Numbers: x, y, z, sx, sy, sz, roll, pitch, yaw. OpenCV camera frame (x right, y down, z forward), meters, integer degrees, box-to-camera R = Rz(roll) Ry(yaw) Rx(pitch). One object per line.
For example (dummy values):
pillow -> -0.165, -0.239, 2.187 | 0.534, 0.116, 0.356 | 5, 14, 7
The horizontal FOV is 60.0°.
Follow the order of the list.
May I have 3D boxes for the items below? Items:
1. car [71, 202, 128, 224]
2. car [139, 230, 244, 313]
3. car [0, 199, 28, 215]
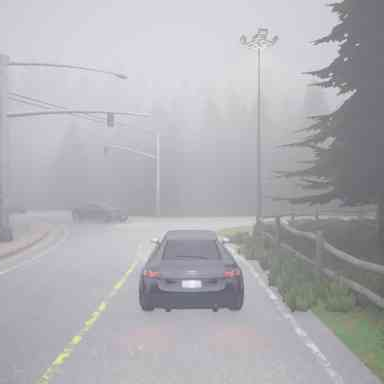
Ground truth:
car -> -6.923, 1.512, 24.833 | 4.892, 1.490, 1.837 | 0, 0, 32
car -> -0.029, 1.564, 7.775 | 1.994, 1.385, 4.181 | 0, 0, -1
car -> -18.905, 1.504, 33.829 | 4.892, 1.490, 1.837 | 0, 0, 25
